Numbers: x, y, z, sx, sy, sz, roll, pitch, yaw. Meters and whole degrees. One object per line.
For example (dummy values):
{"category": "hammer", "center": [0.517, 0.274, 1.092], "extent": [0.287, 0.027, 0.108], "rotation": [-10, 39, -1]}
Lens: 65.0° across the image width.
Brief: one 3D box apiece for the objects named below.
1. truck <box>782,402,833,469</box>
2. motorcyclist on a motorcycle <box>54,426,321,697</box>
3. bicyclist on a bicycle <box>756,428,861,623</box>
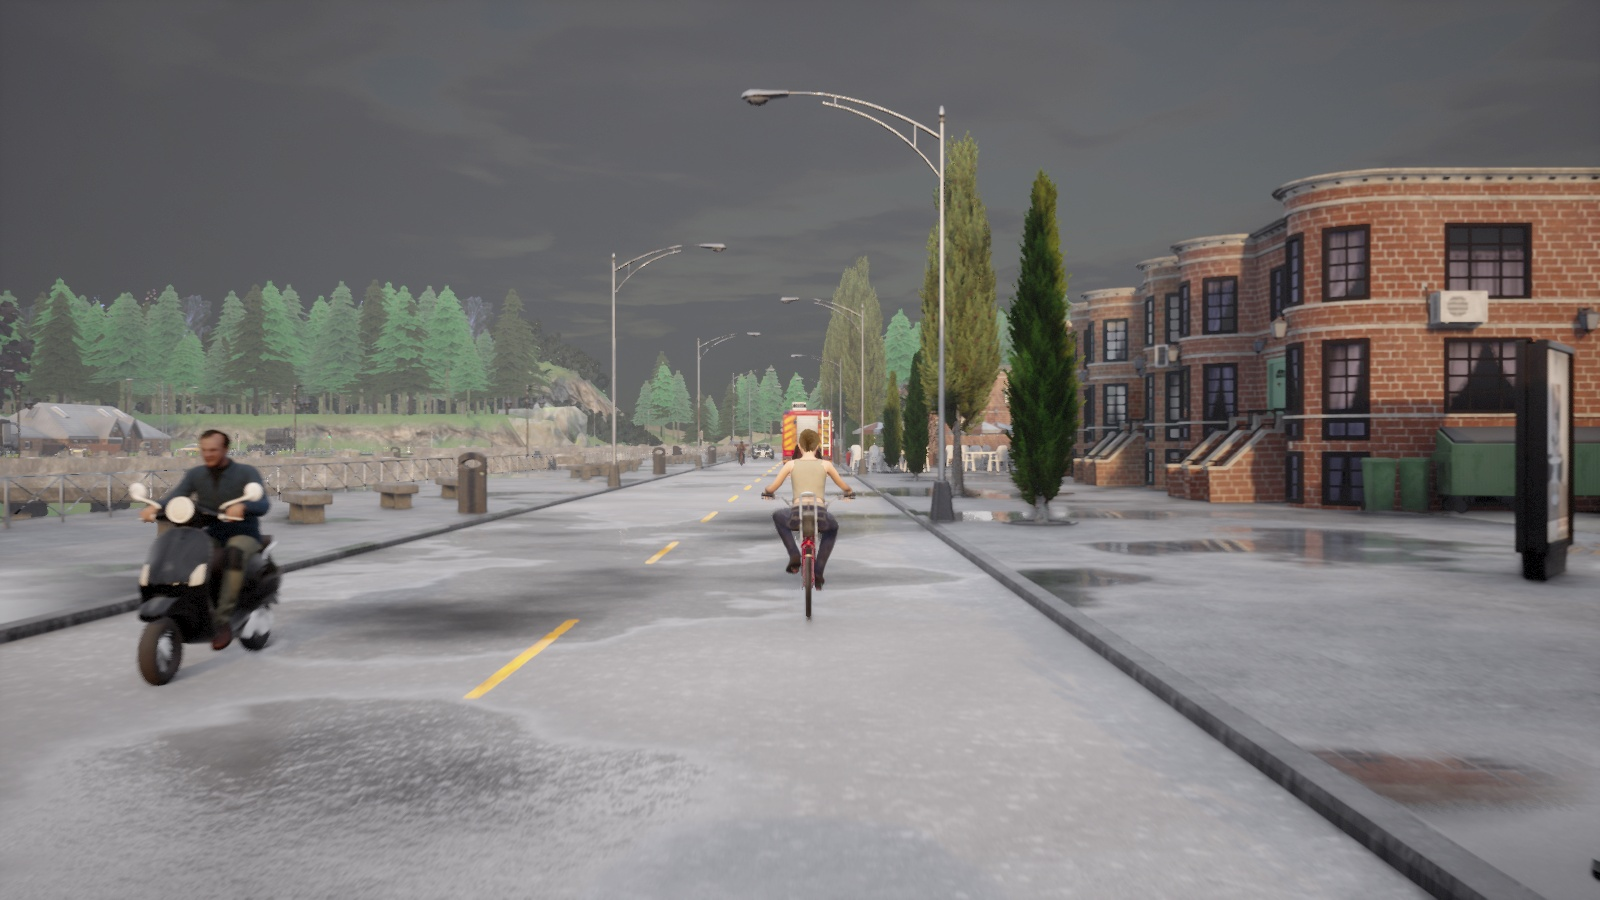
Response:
{"category": "truck", "center": [0.429, -0.841, 75.057], "extent": [2.891, 3.827, 8.468], "rotation": [0, 0, 0]}
{"category": "motorcyclist on a motorcycle", "center": [-3.938, 0.650, 8.273], "extent": [0.866, 1.590, 1.817], "rotation": [0, 0, 0]}
{"category": "bicyclist on a bicycle", "center": [0.076, 0.620, 11.131], "extent": [0.866, 1.612, 1.509], "rotation": [0, 0, 0]}
